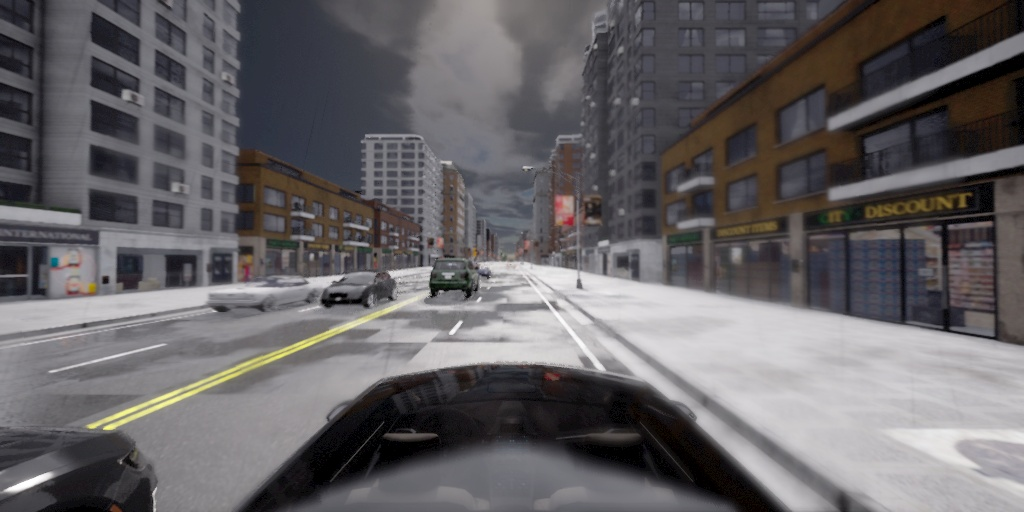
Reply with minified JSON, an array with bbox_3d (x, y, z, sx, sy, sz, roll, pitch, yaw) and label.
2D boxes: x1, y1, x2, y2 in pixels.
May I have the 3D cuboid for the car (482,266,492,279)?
[{"bbox_3d":[-3.162,1.728,37.856,1.895,1.301,4.718,0,-1,0],"label":"car"}]

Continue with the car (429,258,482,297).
[{"bbox_3d":[-3.157,1.166,20.409,2.150,2.045,5.566,0,-1,0],"label":"car"}]

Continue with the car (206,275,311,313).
[{"bbox_3d":[-9.854,1.487,14.793,1.895,1.301,4.718,0,-1,0],"label":"car"}]

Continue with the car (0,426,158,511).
[{"bbox_3d":[-3.149,1.237,0.214,1.837,1.490,4.892,0,-1,0],"label":"car"}]

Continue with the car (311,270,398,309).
[{"bbox_3d":[-6.604,1.404,16.032,1.837,1.490,4.892,0,-1,0],"label":"car"}]
